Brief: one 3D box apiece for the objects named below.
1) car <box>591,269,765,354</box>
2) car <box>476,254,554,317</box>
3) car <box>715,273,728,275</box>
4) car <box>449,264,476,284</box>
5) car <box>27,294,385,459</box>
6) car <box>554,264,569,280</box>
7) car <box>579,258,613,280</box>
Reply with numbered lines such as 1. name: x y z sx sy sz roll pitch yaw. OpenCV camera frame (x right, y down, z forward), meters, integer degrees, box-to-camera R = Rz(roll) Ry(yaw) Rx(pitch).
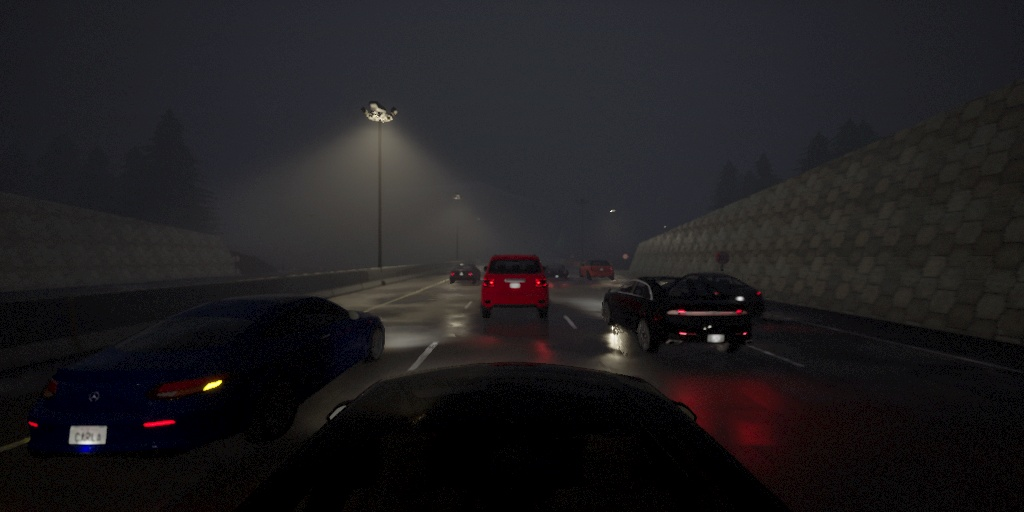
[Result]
1. car: 3.596 1.232 8.745 2.128 1.511 4.902 0 0 0
2. car: 0.108 0.956 13.269 2.150 2.045 5.566 0 0 0
3. car: 7.096 1.299 13.166 1.994 1.385 4.181 0 0 0
4. car: -3.408 1.264 26.688 2.033 1.411 5.357 0 0 0
5. car: -3.415 1.271 5.186 1.812 1.442 4.674 0 0 0
6. car: 3.590 1.312 30.824 1.895 1.301 4.718 0 0 0
7. car: 7.090 1.064 30.496 2.097 1.767 4.553 0 0 0
